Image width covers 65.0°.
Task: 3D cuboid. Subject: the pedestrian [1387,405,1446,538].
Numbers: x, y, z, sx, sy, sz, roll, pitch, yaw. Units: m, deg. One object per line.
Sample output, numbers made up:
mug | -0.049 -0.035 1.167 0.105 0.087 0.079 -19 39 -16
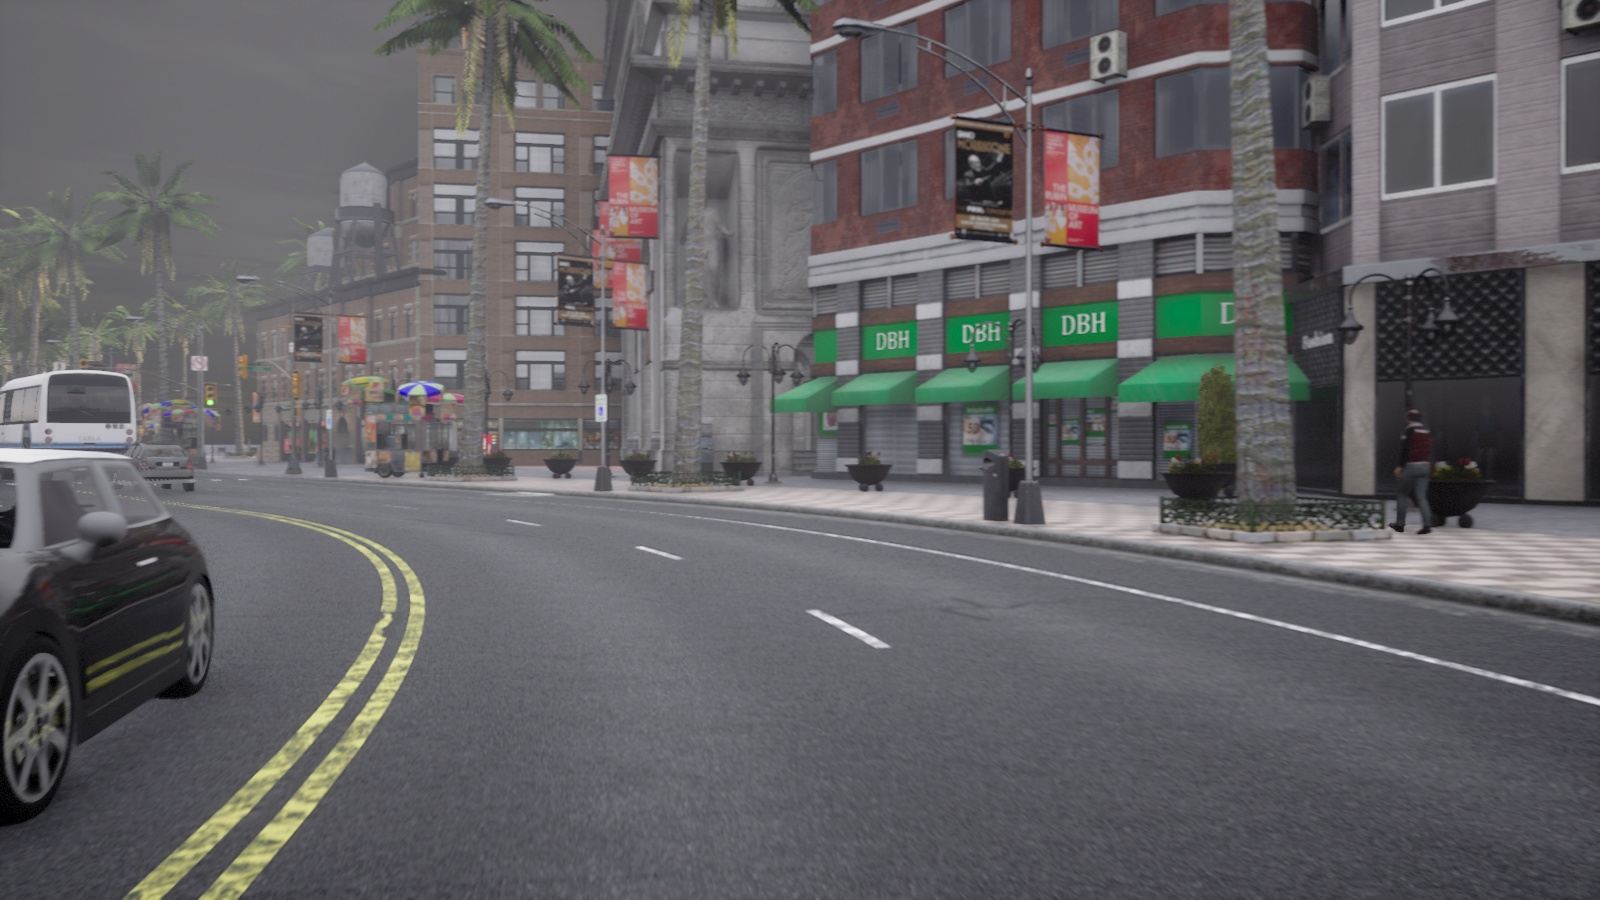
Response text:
pedestrian | 8.788 0.300 17.913 0.376 1.854 0.720 0 0 -13

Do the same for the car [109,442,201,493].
car | -20.470 0.506 39.789 1.789 1.549 3.705 0 0 -41

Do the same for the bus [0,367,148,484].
bus | -29.793 -0.909 50.649 3.944 4.253 10.273 0 0 -41

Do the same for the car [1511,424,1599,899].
car | 3.430 0.693 1.600 2.128 1.511 4.902 0 0 -2

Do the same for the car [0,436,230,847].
car | -4.137 0.680 5.768 1.970 1.475 3.806 0 0 -12
